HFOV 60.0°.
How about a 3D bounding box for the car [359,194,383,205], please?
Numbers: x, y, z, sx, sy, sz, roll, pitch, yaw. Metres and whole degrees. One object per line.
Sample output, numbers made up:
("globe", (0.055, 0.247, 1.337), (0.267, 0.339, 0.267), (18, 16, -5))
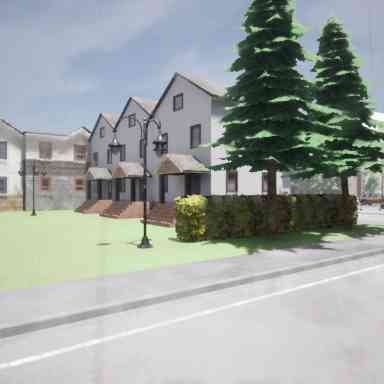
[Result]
("car", (27.271, 1.097, 49.273), (1.932, 1.855, 4.605), (0, 0, -36))

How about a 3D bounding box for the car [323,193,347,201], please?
("car", (32.140, 1.097, 74.727), (1.932, 1.855, 4.605), (0, 0, -36))
